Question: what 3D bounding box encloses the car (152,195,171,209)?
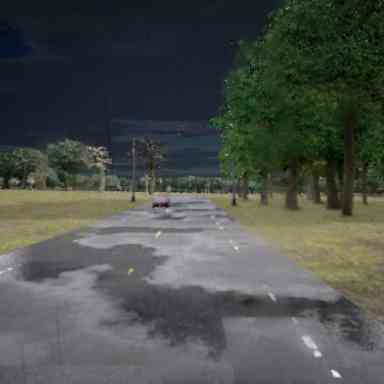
[{"bbox_3d":[-3.600,1.137,39.382,1.882,1.535,5.008,0,1,0],"label":"car"}]
